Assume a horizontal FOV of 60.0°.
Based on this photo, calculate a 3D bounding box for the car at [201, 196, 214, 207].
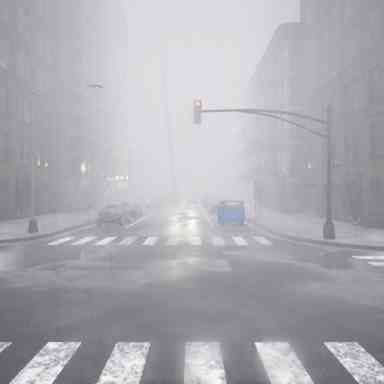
[{"bbox_3d":[2.625,1.573,45.913,1.802,1.307,4.206,0,0,0],"label":"car"}]

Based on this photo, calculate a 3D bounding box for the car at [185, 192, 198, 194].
[{"bbox_3d":[0.076,1.326,67.096,2.097,1.767,4.553,0,0,-2],"label":"car"}]

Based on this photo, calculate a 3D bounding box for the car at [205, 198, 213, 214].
[{"bbox_3d":[2.628,1.578,34.550,1.802,1.307,4.206,0,0,0],"label":"car"}]

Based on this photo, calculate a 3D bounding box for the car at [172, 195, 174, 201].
[{"bbox_3d":[-5.407,1.288,68.631,2.192,1.841,5.009,0,0,0],"label":"car"}]

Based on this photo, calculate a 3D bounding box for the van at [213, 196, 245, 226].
[{"bbox_3d":[2.630,1.338,23.188,1.690,1.788,3.998,0,0,0],"label":"van"}]

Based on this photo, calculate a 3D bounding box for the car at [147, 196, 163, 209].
[{"bbox_3d":[-5.401,1.516,45.734,1.752,1.417,4.829,0,0,0],"label":"car"}]

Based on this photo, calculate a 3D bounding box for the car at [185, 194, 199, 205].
[{"bbox_3d":[0.088,1.508,57.267,1.812,1.442,4.674,0,0,0],"label":"car"}]

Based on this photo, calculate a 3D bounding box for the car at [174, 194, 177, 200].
[{"bbox_3d":[-5.410,1.404,79.995,1.967,1.590,4.097,0,0,0],"label":"car"}]

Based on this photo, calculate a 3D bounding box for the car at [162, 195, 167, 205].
[{"bbox_3d":[-5.402,1.552,51.586,1.947,1.339,4.313,0,0,0],"label":"car"}]

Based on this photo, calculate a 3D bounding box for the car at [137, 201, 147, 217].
[{"bbox_3d":[-5.396,1.541,28.858,1.887,1.381,4.507,0,0,0],"label":"car"}]

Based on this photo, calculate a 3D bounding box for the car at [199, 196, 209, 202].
[{"bbox_3d":[2.617,1.519,74.319,2.008,1.369,4.403,0,0,0],"label":"car"}]

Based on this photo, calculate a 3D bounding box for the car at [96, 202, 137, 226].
[{"bbox_3d":[-5.395,1.548,23.177,2.008,1.369,4.403,0,0,0],"label":"car"}]

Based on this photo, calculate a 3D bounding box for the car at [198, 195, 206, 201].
[{"bbox_3d":[2.614,1.525,85.682,1.947,1.339,4.313,0,0,0],"label":"car"}]

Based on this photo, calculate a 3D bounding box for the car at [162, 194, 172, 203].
[{"bbox_3d":[-5.405,1.543,62.950,1.947,1.339,4.313,0,0,0],"label":"car"}]

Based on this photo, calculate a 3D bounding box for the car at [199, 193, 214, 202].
[{"bbox_3d":[2.623,1.301,51.594,2.192,1.841,5.009,0,0,0],"label":"car"}]
